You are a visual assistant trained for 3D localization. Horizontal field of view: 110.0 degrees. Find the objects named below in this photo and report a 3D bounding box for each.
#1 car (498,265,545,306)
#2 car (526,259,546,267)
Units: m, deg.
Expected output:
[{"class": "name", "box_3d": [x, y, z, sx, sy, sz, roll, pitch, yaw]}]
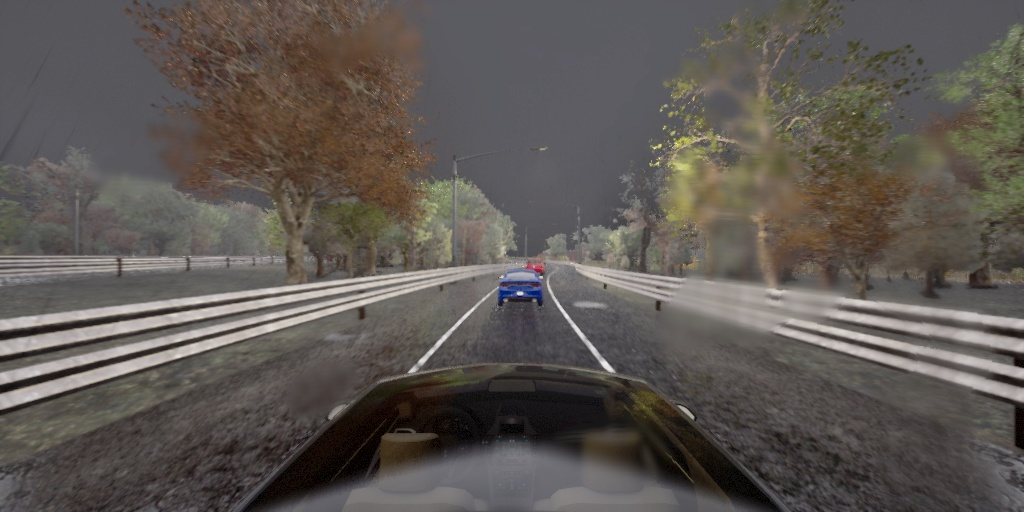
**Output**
[{"class": "car", "box_3d": [0.447, 1.366, 16.876, 1.882, 1.535, 5.008, 0, 0, 3]}, {"class": "car", "box_3d": [2.943, 1.398, 44.646, 2.150, 2.045, 5.566, 0, 0, 8]}]
